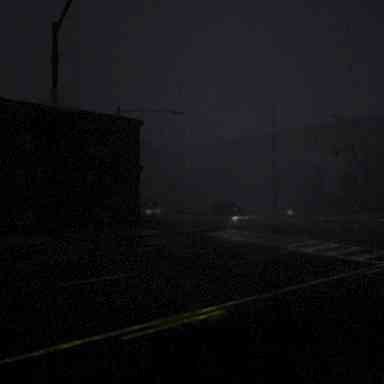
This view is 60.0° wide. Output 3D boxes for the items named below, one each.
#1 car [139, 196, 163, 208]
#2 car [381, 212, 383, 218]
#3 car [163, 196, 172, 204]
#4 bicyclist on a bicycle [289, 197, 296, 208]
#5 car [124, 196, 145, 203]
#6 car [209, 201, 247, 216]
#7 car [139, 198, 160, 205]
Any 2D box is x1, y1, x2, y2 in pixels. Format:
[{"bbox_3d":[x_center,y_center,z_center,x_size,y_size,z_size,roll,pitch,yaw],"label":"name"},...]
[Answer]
[{"bbox_3d":[-6.840,1.615,49.921,1.882,1.535,5.008,0,0,-35],"label":"car"},{"bbox_3d":[17.318,1.721,25.737,2.033,1.411,5.357,0,0,-12],"label":"car"},{"bbox_3d":[-6.007,1.552,66.895,2.097,1.767,4.553,0,0,-39],"label":"car"},{"bbox_3d":[14.624,1.538,48.234,1.656,1.620,0.582,0,0,-36],"label":"bicyclist on a bicycle"},{"bbox_3d":[-12.798,1.652,74.208,4.718,1.301,1.895,0,0,37],"label":"car"},{"bbox_3d":[3.721,1.665,35.147,1.812,1.442,4.674,0,0,-36],"label":"car"},{"bbox_3d":[-8.243,1.780,64.016,1.895,1.301,4.718,0,0,-39],"label":"car"}]
